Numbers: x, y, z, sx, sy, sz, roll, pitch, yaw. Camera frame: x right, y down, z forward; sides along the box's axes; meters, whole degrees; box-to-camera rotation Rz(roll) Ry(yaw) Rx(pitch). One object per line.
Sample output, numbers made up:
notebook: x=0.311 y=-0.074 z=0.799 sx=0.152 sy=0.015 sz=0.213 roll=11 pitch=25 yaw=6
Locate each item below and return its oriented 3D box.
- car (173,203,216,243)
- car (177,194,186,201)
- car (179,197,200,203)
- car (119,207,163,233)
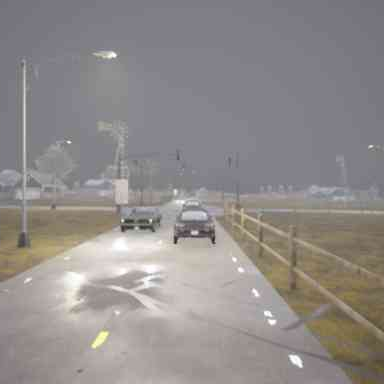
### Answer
car: x=0.104 y=1.460 z=15.627 sx=1.812 sy=1.442 sz=4.674 roll=0 pitch=0 yaw=0
car: x=-2.745 y=1.519 z=80.768 sx=1.895 sy=1.301 sz=4.718 roll=0 pitch=0 yaw=0
car: x=0.027 y=1.422 z=29.388 sx=1.812 sy=1.442 sz=4.674 roll=0 pitch=0 yaw=0
car: x=-2.802 y=1.526 z=19.082 sx=1.895 sy=1.301 sz=4.718 roll=0 pitch=0 yaw=0
